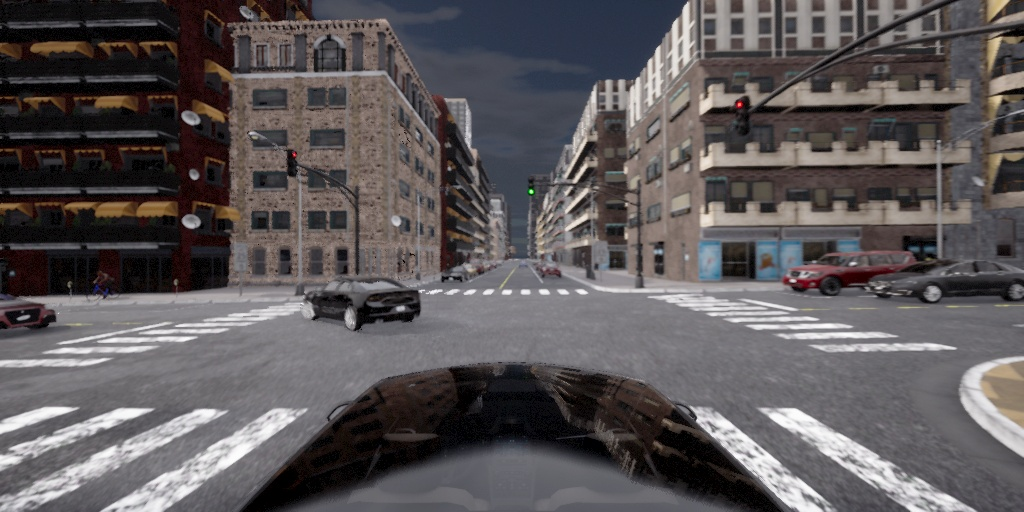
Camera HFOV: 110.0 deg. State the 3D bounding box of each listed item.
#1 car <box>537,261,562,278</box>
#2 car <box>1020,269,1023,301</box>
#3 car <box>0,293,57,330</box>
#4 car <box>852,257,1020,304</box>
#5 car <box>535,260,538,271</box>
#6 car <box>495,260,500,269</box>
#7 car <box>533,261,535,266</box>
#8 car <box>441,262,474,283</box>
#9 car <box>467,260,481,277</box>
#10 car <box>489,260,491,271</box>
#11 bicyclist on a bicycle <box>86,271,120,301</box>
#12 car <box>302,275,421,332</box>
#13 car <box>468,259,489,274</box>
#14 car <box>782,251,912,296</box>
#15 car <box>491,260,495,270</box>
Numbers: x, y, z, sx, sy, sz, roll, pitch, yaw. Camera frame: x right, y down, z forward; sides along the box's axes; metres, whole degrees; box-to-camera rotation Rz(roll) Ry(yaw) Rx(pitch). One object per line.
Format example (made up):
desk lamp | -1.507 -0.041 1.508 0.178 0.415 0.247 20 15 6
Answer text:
car | 3.823 1.303 35.710 1.967 1.591 4.097 0 0 2
car | 14.961 0.717 7.618 5.009 1.841 2.192 0 0 1
car | -16.837 1.739 10.929 4.181 1.385 1.994 -1 0 1
car | 16.163 0.889 13.386 4.892 1.490 1.837 -1 0 1
car | 4.002 1.325 41.389 1.967 1.591 4.097 0 0 2
car | -3.657 1.464 64.370 1.967 1.591 4.097 0 0 2
car | 4.360 1.512 52.748 1.802 1.307 4.207 0 0 2
car | -4.732 1.456 30.292 1.948 1.339 4.313 0 0 2
car | -4.559 1.437 35.802 1.751 1.417 4.829 0 0 2
car | -4.200 1.481 47.161 1.751 1.417 4.829 0 0 2
bicyclist on a bicycle | -22.551 1.629 19.791 0.582 1.620 1.656 -1 0 1
car | -5.011 1.370 11.657 5.008 1.535 1.882 -1 -1 40
car | -4.374 1.248 41.651 2.192 1.841 5.009 0 0 2
car | 15.090 0.731 15.997 5.009 1.841 2.192 0 0 1
car | -4.016 1.417 53.011 1.967 1.591 4.097 0 0 2
